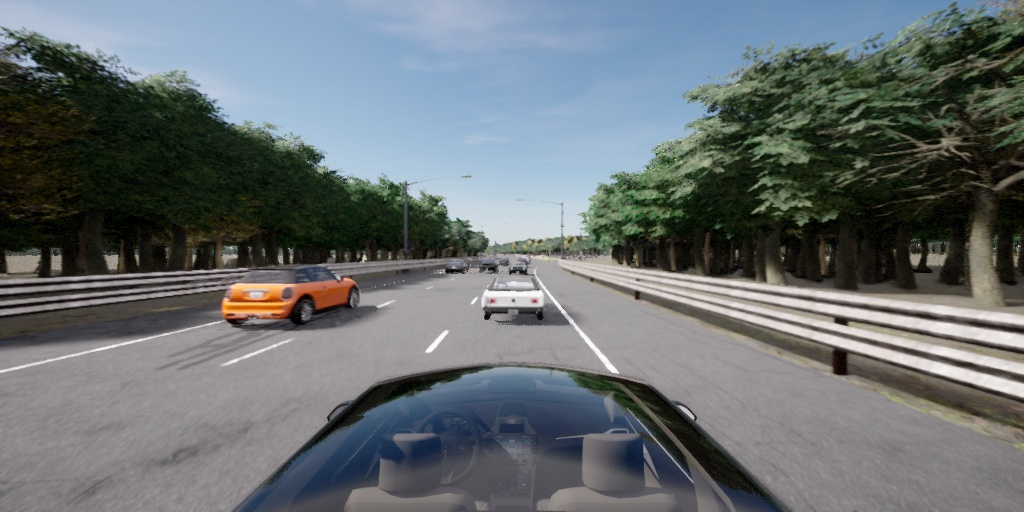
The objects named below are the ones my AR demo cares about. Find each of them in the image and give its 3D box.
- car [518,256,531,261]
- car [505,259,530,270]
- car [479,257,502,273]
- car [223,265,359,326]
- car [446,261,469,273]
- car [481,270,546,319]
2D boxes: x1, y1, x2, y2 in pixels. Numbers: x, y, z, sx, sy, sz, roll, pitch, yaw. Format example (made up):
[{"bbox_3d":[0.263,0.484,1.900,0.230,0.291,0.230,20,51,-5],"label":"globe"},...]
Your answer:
[{"bbox_3d":[1.656,1.067,58.179,1.837,1.490,4.892,0,0,3],"label":"car"},{"bbox_3d":[0.637,1.256,36.451,1.895,1.301,4.718,0,0,2],"label":"car"},{"bbox_3d":[-2.598,1.139,41.401,1.837,1.490,4.892,0,0,2],"label":"car"},{"bbox_3d":[-6.849,1.073,11.767,2.097,1.767,4.553,0,0,1],"label":"car"},{"bbox_3d":[-6.133,1.198,40.425,1.994,1.385,4.181,0,0,2],"label":"car"},{"bbox_3d":[0.069,1.326,12.585,1.895,1.301,4.718,0,0,1],"label":"car"}]
